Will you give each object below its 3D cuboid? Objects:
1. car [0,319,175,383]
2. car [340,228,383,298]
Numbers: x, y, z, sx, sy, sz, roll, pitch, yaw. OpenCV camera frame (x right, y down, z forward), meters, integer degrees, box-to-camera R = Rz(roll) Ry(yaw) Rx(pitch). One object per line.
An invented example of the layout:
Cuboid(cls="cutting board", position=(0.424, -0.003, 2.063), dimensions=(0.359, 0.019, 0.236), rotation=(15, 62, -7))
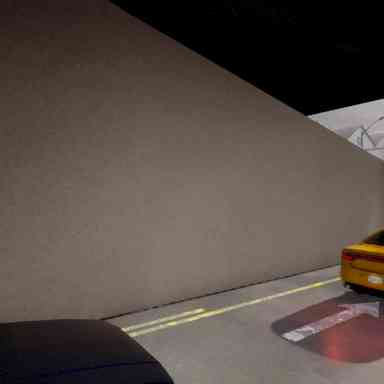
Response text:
Cuboid(cls="car", position=(-2.664, 1.547, 1.884), dimensions=(5.357, 1.411, 2.033), rotation=(0, 0, -35))
Cuboid(cls="car", position=(5.431, 1.478, 7.636), dimensions=(5.008, 1.535, 1.882), rotation=(0, 0, -35))
